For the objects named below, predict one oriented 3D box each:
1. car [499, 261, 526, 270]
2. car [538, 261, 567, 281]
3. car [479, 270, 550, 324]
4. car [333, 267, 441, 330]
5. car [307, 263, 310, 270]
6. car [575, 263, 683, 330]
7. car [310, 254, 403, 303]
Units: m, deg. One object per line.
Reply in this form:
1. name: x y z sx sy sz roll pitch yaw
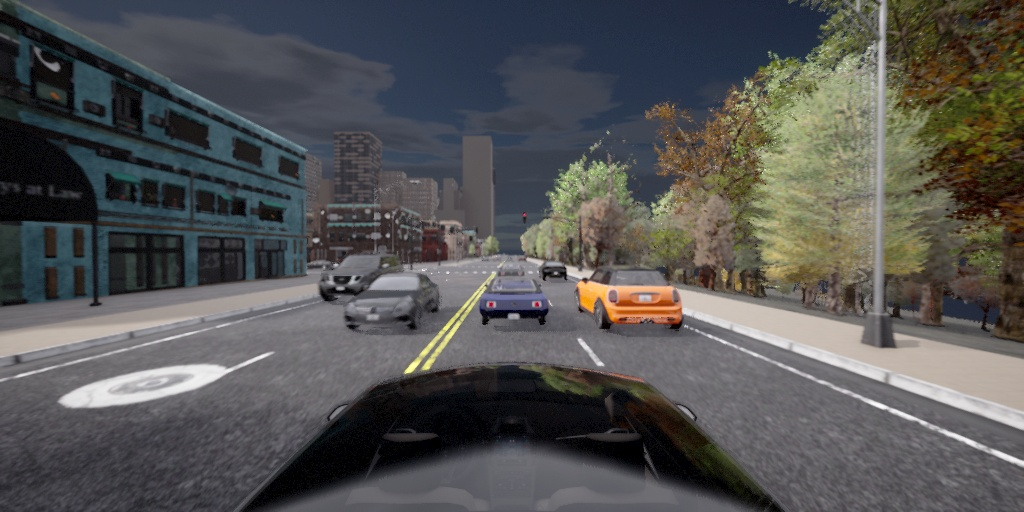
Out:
1. car: -0.045 1.231 26.735 1.895 1.301 4.718 0 0 0
2. car: 3.192 1.098 28.618 1.882 1.535 5.008 0 0 0
3. car: 0.044 1.303 11.726 1.895 1.301 4.718 0 0 0
4. car: -3.401 1.233 11.071 1.812 1.442 4.674 0 0 0
5. car: -28.588 1.334 52.957 4.403 1.370 2.007 0 0 0
6. car: 3.294 1.055 11.013 2.097 1.767 4.553 0 0 0
7. car: -6.685 0.905 16.700 2.150 2.045 5.566 0 0 0
